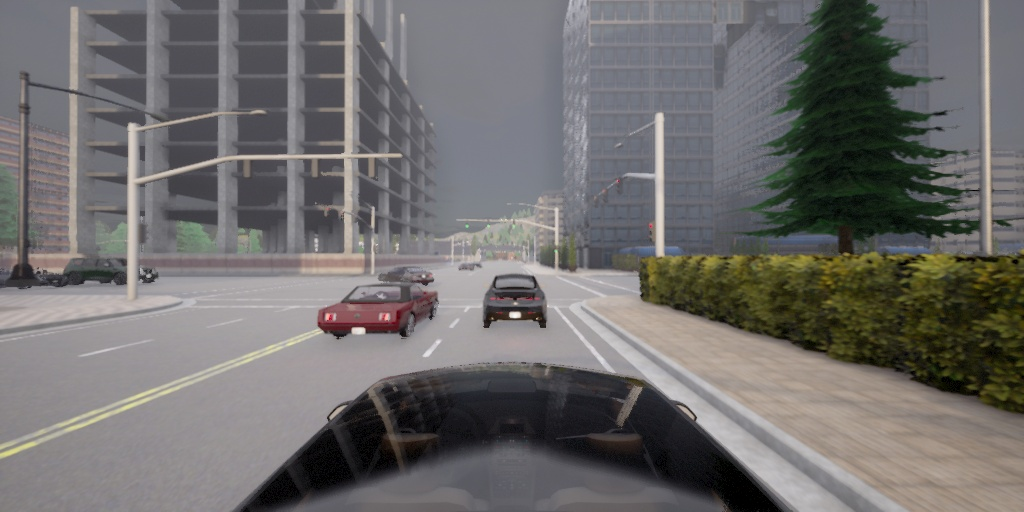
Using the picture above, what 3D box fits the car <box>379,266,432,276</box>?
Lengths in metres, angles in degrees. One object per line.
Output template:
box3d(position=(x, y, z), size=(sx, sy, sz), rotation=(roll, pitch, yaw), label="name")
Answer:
box3d(position=(-7.796, 1.447, 26.157), size=(2.033, 1.411, 5.357), rotation=(1, -1, -45), label="car")

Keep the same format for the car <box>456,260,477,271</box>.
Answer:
box3d(position=(-7.094, 1.645, 55.626), size=(1.994, 1.385, 4.181), rotation=(0, 0, 0), label="car")

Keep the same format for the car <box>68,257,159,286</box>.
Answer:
box3d(position=(-29.581, 1.124, 26.540), size=(5.566, 2.045, 2.150), rotation=(0, 0, 0), label="car")

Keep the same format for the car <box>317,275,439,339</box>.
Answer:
box3d(position=(-3.418, 1.403, 10.236), size=(1.895, 1.301, 4.718), rotation=(0, 0, 0), label="car")

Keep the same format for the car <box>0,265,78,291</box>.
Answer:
box3d(position=(-31.333, 1.445, 23.053), size=(4.181, 1.385, 1.994), rotation=(0, 0, 1), label="car")

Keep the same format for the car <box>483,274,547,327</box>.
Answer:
box3d(position=(0.089, 1.317, 11.795), size=(1.837, 1.490, 4.892), rotation=(0, 0, 0), label="car")
